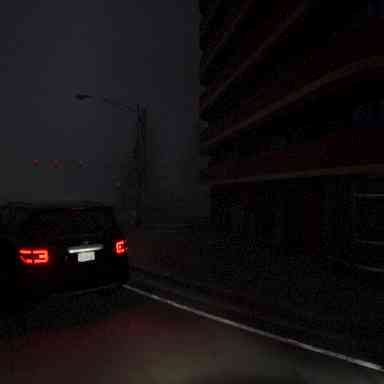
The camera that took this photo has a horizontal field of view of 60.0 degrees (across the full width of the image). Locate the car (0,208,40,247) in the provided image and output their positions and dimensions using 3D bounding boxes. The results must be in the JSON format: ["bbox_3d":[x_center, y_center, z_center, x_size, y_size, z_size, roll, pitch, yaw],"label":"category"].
[{"bbox_3d":[-8.425,1.564,15.847,1.994,1.385,4.181,0,0,-26],"label":"car"}]

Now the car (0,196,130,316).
[{"bbox_3d":[-3.554,1.221,7.879,2.150,2.045,5.566,0,0,-40],"label":"car"}]
